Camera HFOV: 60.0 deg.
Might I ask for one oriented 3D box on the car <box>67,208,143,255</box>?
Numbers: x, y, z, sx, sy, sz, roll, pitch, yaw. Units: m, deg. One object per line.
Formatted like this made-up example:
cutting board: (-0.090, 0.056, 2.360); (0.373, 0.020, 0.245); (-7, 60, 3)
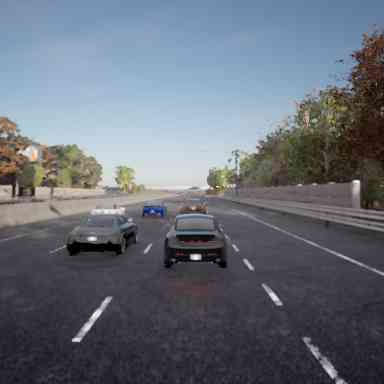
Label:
car: (-3.400, 1.566, 13.343); (1.994, 1.385, 4.181); (0, 0, 0)

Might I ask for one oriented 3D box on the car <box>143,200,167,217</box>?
car: (-3.397, 1.491, 30.935); (1.882, 1.535, 5.008); (0, 0, 0)

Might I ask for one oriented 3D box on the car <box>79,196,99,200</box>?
car: (-17.528, 1.539, 58.160); (1.837, 1.490, 4.892); (0, 0, 1)

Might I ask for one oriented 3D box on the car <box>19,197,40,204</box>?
car: (-28.020, 1.597, 57.474); (1.994, 1.385, 4.181); (0, 0, 1)

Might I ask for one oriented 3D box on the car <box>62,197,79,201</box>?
car: (-21.017, 1.602, 59.500); (1.994, 1.385, 4.181); (0, 0, 1)

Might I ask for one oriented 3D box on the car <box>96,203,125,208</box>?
car: (-6.896, 1.611, 27.870); (1.895, 1.301, 4.718); (0, 0, 0)

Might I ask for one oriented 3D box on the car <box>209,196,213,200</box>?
car: (3.505, 1.390, 69.354); (1.812, 1.442, 4.674); (0, 0, 0)

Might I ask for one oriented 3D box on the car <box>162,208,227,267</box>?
car: (0.101, 1.506, 11.400); (1.837, 1.490, 4.892); (0, 0, 0)

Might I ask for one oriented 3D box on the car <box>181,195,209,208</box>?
car: (0.103, 1.364, 29.079); (2.097, 1.767, 4.553); (0, 0, 0)

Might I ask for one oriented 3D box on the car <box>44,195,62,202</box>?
car: (-24.514, 1.390, 59.443); (2.097, 1.767, 4.553); (0, 0, 0)
